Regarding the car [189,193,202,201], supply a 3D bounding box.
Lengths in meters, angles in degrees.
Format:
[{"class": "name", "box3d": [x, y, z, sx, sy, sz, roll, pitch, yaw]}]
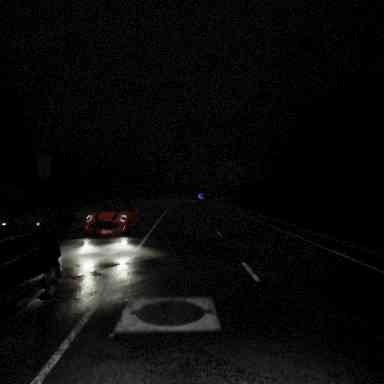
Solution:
[{"class": "car", "box3d": [0.434, 1.085, 72.605, 2.128, 1.511, 4.902, 0, 0, 9]}]

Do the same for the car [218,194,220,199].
[{"class": "car", "box3d": [5.836, 0.994, 82.306, 1.837, 1.490, 4.892, 0, 0, 14]}]

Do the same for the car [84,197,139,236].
[{"class": "car", "box3d": [-4.010, 1.198, 17.218, 2.097, 1.767, 4.553, 0, 1, -2]}]

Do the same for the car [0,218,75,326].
[{"class": "car", "box3d": [-3.707, 1.446, 5.382, 2.128, 1.511, 4.902, 0, 1, -1]}]

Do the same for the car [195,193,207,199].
[{"class": "car", "box3d": [2.317, 0.944, 82.623, 1.882, 1.535, 5.008, 0, 0, 14]}]

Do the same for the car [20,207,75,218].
[{"class": "car", "box3d": [-7.496, 1.466, 16.642, 1.895, 1.301, 4.718, 0, 0, -2]}]

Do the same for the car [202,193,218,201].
[{"class": "car", "box3d": [3.924, 1.031, 72.312, 1.882, 1.535, 5.008, 0, 0, 9]}]
